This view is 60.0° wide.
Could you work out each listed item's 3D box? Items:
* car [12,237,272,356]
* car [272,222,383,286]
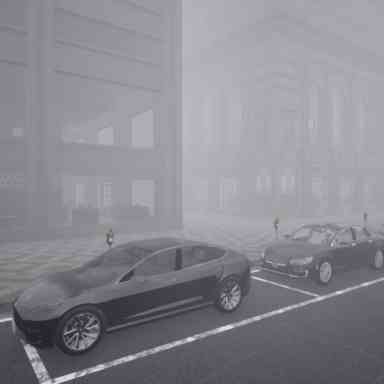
[{"bbox_3d":[-0.805,1.566,6.071,4.313,1.339,1.947,0,0,-35],"label":"car"},{"bbox_3d":[3.791,1.551,9.333,4.403,1.369,2.008,0,0,-35],"label":"car"}]
